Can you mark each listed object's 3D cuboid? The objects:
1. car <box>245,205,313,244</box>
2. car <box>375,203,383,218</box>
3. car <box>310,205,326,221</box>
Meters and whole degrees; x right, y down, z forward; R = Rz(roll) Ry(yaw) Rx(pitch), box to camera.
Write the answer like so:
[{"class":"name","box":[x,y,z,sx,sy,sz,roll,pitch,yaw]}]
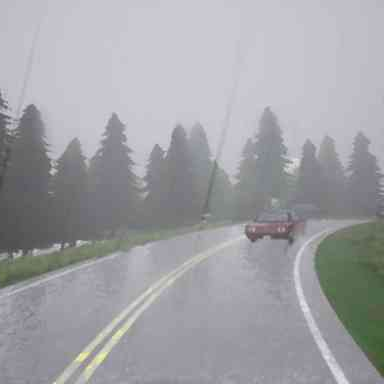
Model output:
[{"class":"car","box":[4.052,1.511,15.331,1.895,1.301,4.718,-3,-1,28]},{"class":"car","box":[17.465,1.554,27.814,4.892,1.490,1.837,3,-6,-27]},{"class":"car","box":[8.478,1.641,26.031,4.718,1.301,1.895,1,-4,-40]}]
